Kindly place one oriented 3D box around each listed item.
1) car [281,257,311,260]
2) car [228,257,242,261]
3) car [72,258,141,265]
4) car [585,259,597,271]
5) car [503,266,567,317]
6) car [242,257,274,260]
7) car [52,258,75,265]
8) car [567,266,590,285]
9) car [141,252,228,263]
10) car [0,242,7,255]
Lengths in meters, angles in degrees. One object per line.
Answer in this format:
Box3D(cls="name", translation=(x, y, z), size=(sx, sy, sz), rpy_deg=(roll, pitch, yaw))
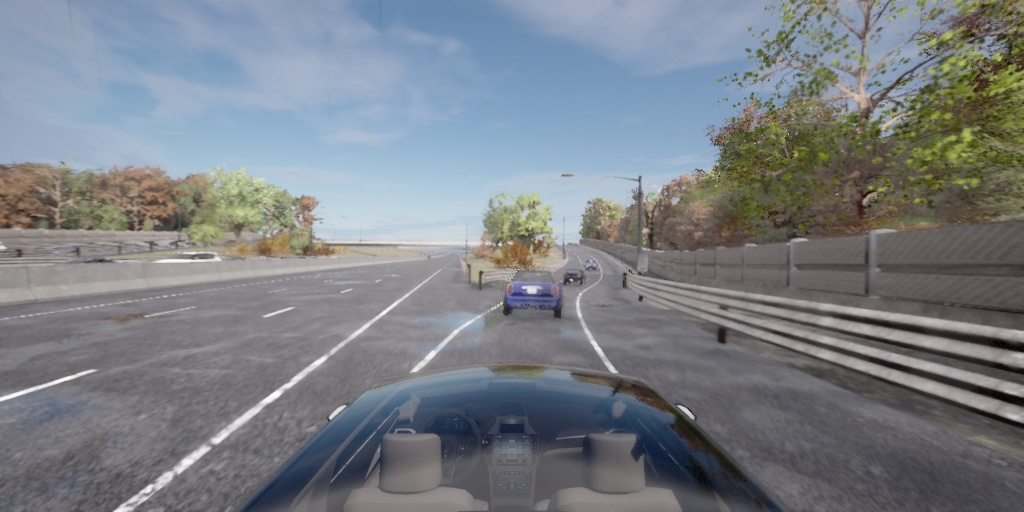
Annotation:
Box3D(cls="car", translation=(-28.964, 0.971, 47.630), size=(1.994, 1.385, 4.181), rpy_deg=(1, 0, -8))
Box3D(cls="car", translation=(-35.822, 0.838, 46.165), size=(1.837, 1.490, 4.892), rpy_deg=(1, 0, -8))
Box3D(cls="car", translation=(-29.598, 1.004, 27.217), size=(1.895, 1.301, 4.718), rpy_deg=(1, 0, -8))
Box3D(cls="car", translation=(13.322, 1.781, 60.650), size=(1.895, 1.301, 4.718), rpy_deg=(1, 2, 12))
Box3D(cls="car", translation=(1.020, 1.317, 14.527), size=(2.097, 1.767, 4.553), rpy_deg=(1, -2, 9))
Box3D(cls="car", translation=(-32.342, 0.896, 46.526), size=(1.812, 1.442, 4.674), rpy_deg=(1, 0, -8))
Box3D(cls="car", translation=(-33.216, 0.870, 27.837), size=(1.837, 1.490, 4.892), rpy_deg=(1, 0, -8))
Box3D(cls="car", translation=(6.011, 1.952, 34.115), size=(1.837, 1.490, 4.892), rpy_deg=(1, -1, 17))
Box3D(cls="car", translation=(-26.340, 0.662, 29.195), size=(2.150, 2.045, 5.566), rpy_deg=(1, 0, -8))
Box3D(cls="car", translation=(-53.523, -0.468, 35.668), size=(2.150, 2.045, 5.566), rpy_deg=(0, 2, -30))
